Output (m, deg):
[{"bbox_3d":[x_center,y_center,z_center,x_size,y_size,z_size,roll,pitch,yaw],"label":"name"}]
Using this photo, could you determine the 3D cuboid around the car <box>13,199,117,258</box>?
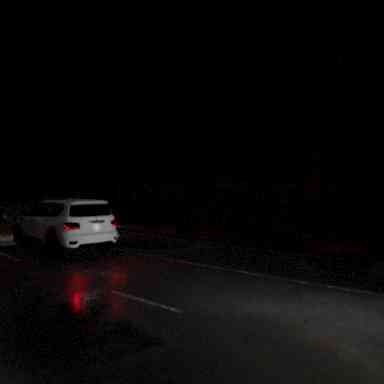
[{"bbox_3d":[-5.211,1.283,13.320,5.566,2.045,2.150,0,0,44],"label":"car"}]

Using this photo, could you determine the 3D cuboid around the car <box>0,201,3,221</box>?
[{"bbox_3d":[-17.261,1.363,27.937,2.150,2.045,5.566,0,0,-34],"label":"car"}]
